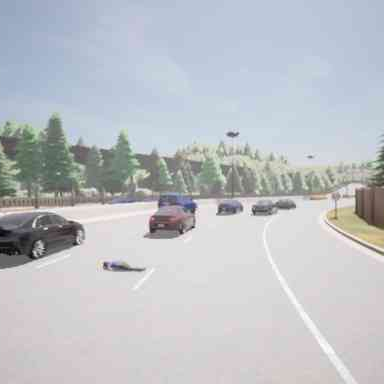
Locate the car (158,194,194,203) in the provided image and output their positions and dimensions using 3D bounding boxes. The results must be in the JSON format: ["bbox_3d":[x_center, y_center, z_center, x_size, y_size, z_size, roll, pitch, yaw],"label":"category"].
[{"bbox_3d":[-1.299,1.206,30.622,2.150,2.045,5.566,0,0,19],"label":"car"}]

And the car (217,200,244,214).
[{"bbox_3d":[4.044,1.508,34.584,1.812,1.442,4.674,0,0,23],"label":"car"}]

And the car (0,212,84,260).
[{"bbox_3d":[-5.778,1.498,12.493,1.837,1.490,4.892,0,0,8],"label":"car"}]

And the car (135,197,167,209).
[{"bbox_3d":[-5.758,1.467,47.036,2.128,1.511,4.902,0,0,27],"label":"car"}]

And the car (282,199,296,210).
[{"bbox_3d":[12.098,1.541,43.131,1.994,1.385,4.181,0,0,32],"label":"car"}]

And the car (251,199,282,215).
[{"bbox_3d":[7.389,1.530,33.583,2.033,1.411,5.357,0,0,24],"label":"car"}]

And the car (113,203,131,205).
[{"bbox_3d":[-9.954,1.454,46.440,1.882,1.535,5.008,0,0,26],"label":"car"}]

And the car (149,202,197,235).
[{"bbox_3d":[-1.033,1.516,18.864,1.812,1.442,4.674,0,0,12],"label":"car"}]
